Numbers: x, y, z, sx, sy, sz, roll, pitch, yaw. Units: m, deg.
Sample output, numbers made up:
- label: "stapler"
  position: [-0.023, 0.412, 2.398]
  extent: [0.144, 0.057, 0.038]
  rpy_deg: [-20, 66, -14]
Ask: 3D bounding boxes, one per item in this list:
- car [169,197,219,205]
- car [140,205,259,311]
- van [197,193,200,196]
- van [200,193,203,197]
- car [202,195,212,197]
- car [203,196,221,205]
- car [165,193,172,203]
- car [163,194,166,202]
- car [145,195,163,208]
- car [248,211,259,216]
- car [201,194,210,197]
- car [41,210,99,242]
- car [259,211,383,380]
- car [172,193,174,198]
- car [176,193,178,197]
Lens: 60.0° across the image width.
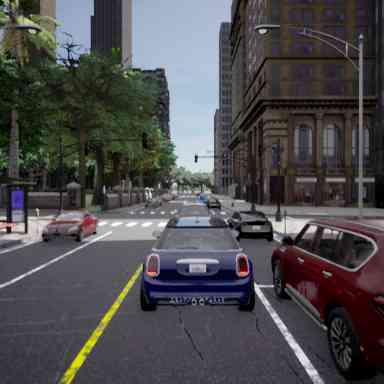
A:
- label: "car"
  position: [0.091, 1.344, 17.449]
  extent: [2.097, 1.767, 4.553]
  rpy_deg: [0, 0, 0]
- label: "car"
  position: [0.098, 1.349, 7.915]
  extent: [2.097, 1.767, 4.553]
  rpy_deg: [0, 0, 0]
- label: "van"
  position: [2.717, 1.262, 80.646]
  extent: [1.690, 1.788, 3.998]
  rpy_deg: [0, 0, 0]
- label: "van"
  position: [2.728, 1.295, 58.965]
  extent: [1.690, 1.788, 3.998]
  rpy_deg: [0, 0, 0]
- label: "car"
  position: [2.734, 1.532, 48.124]
  extent: [1.947, 1.339, 4.313]
  rpy_deg: [0, 0, 0]
- label: "car"
  position: [2.737, 1.537, 42.704]
  extent: [1.947, 1.339, 4.313]
  rpy_deg: [0, 0, 0]
- label: "car"
  position: [-5.803, 1.379, 69.821]
  extent: [1.967, 1.590, 4.097]
  rpy_deg: [0, 0, 0]
- label: "car"
  position: [-5.795, 1.400, 53.560]
  extent: [1.967, 1.590, 4.097]
  rpy_deg: [0, 0, 0]
- label: "car"
  position: [-5.791, 1.516, 48.140]
  extent: [2.008, 1.369, 4.403]
  rpy_deg: [0, 0, 0]
- label: "car"
  position: [2.750, 1.558, 16.267]
  extent: [1.947, 1.339, 4.313]
  rpy_deg: [0, 0, 0]
- label: "car"
  position: [2.731, 1.485, 53.715]
  extent: [1.752, 1.417, 4.829]
  rpy_deg: [0, 0, 0]
- label: "car"
  position: [-5.775, 1.574, 16.281]
  extent: [1.802, 1.307, 4.206]
  rpy_deg: [0, 0, 0]
- label: "car"
  position: [2.755, 1.313, 5.417]
  extent: [2.192, 1.841, 5.009]
  rpy_deg: [0, 0, 0]
- label: "car"
  position: [-5.806, 1.245, 75.241]
  extent: [2.192, 1.841, 5.009]
  rpy_deg: [0, 0, 0]
- label: "car"
  position: [-5.814, 1.216, 91.502]
  extent: [2.192, 1.841, 5.009]
  rpy_deg: [0, 0, 0]
